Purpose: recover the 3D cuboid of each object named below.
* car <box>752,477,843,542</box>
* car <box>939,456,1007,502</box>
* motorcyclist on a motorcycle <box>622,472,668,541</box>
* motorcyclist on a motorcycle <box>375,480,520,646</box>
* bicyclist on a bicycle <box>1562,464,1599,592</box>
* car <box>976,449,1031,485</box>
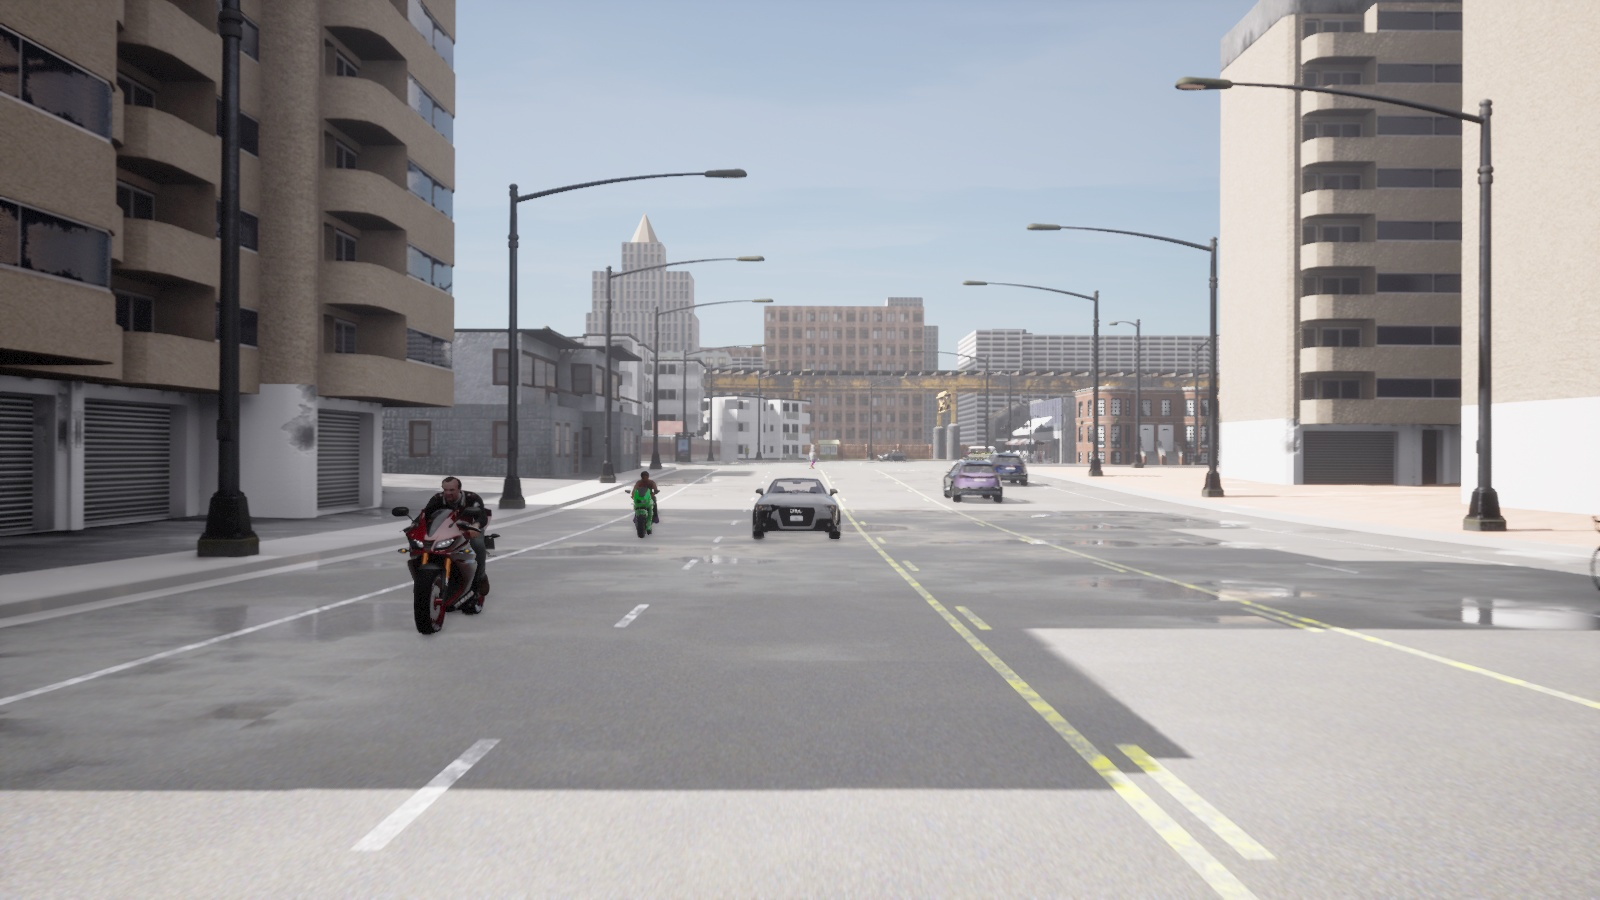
[{"bbox_3d":[-0.069,1.352,29.734,1.994,1.385,4.181,0,-1,0],"label":"car"},{"bbox_3d":[6.881,1.126,50.380,2.033,1.649,4.856,0,1,0],"label":"car"},{"bbox_3d":[-3.568,1.277,29.038,0.797,1.523,2.044,0,-1,0],"label":"motorcyclist on a motorcycle"},{"bbox_3d":[-3.530,1.076,12.793,0.866,1.530,2.191,0,-1,0],"label":"motorcyclist on a motorcycle"},{"bbox_3d":[10.463,0.990,15.909,0.582,1.620,1.656,0,-1,0],"label":"bicyclist on a bicycle"},{"bbox_3d":[10.347,0.837,64.179,2.033,1.649,4.856,0,1,0],"label":"car"}]
